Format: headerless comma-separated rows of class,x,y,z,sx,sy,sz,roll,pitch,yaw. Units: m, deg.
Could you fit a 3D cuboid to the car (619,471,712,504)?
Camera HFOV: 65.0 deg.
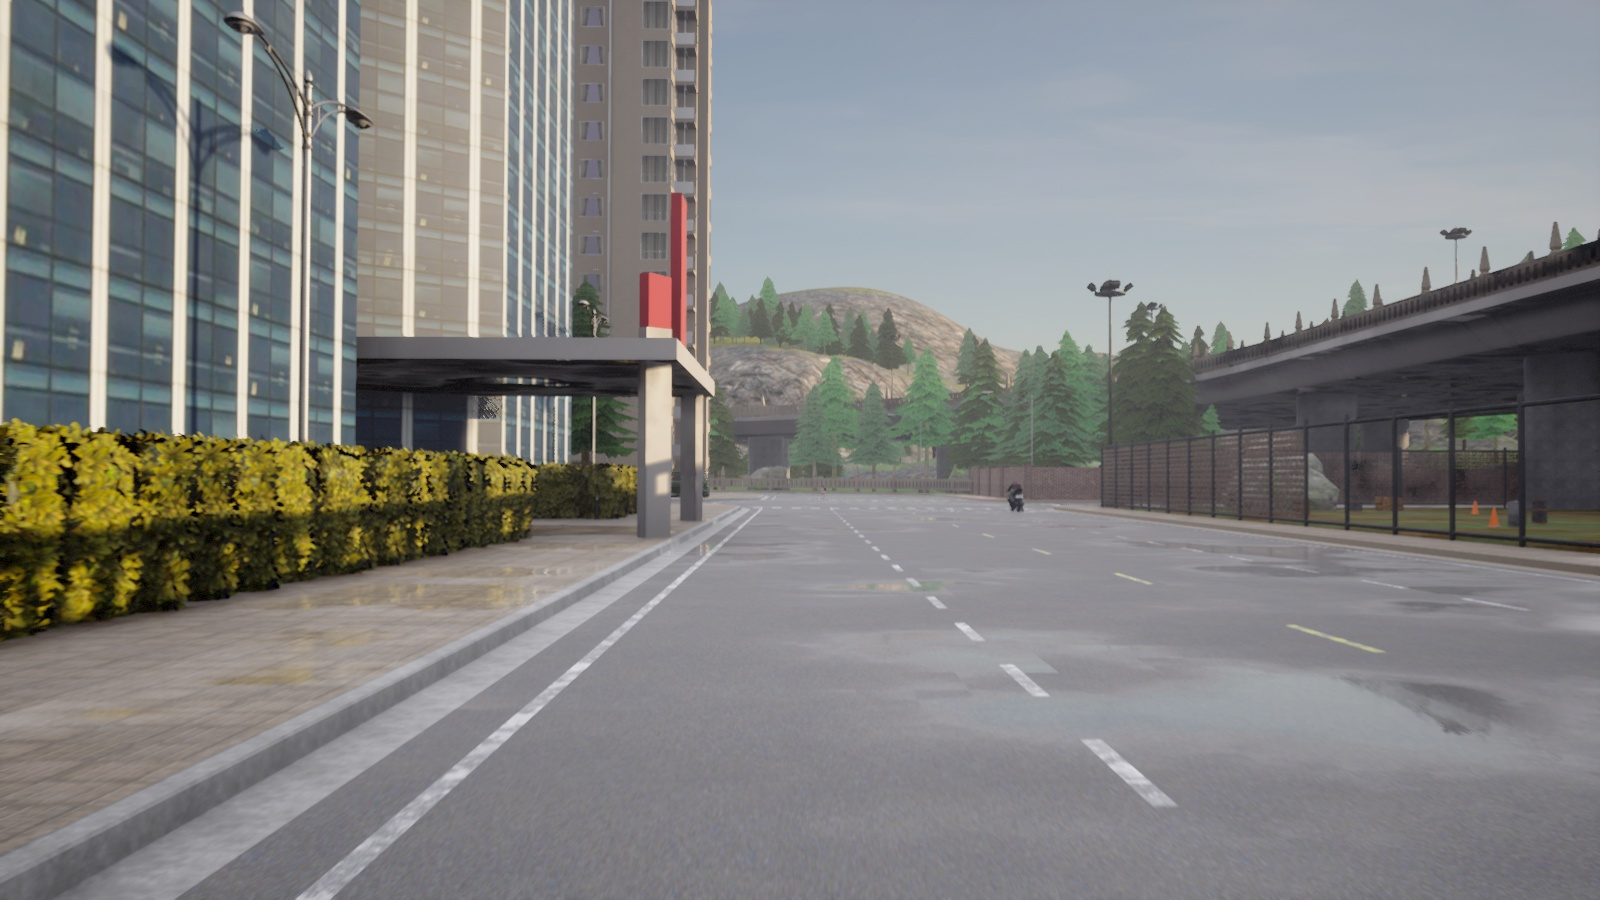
car,-8.533,2.376,79.764,5.566,2.045,2.150,0,-1,4

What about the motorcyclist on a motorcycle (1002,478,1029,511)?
motorcyclist on a motorcycle,10.350,2.131,60.363,0.866,1.530,2.191,0,-1,0
